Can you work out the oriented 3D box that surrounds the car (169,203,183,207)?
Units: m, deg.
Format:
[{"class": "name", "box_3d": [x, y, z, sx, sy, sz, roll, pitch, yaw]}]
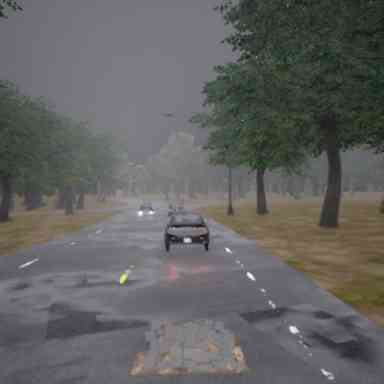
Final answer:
[{"class": "car", "box_3d": [-1.776, 1.959, 37.341, 2.033, 1.411, 5.357, 0, -1, -6]}]

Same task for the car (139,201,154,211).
[{"class": "car", "box_3d": [-6.631, 2.026, 48.609, 1.837, 1.490, 4.892, 0, -1, -7]}]

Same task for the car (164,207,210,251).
[{"class": "car", "box_3d": [-0.259, 1.659, 15.107, 2.128, 1.511, 4.902, 0, -1, -2]}]
